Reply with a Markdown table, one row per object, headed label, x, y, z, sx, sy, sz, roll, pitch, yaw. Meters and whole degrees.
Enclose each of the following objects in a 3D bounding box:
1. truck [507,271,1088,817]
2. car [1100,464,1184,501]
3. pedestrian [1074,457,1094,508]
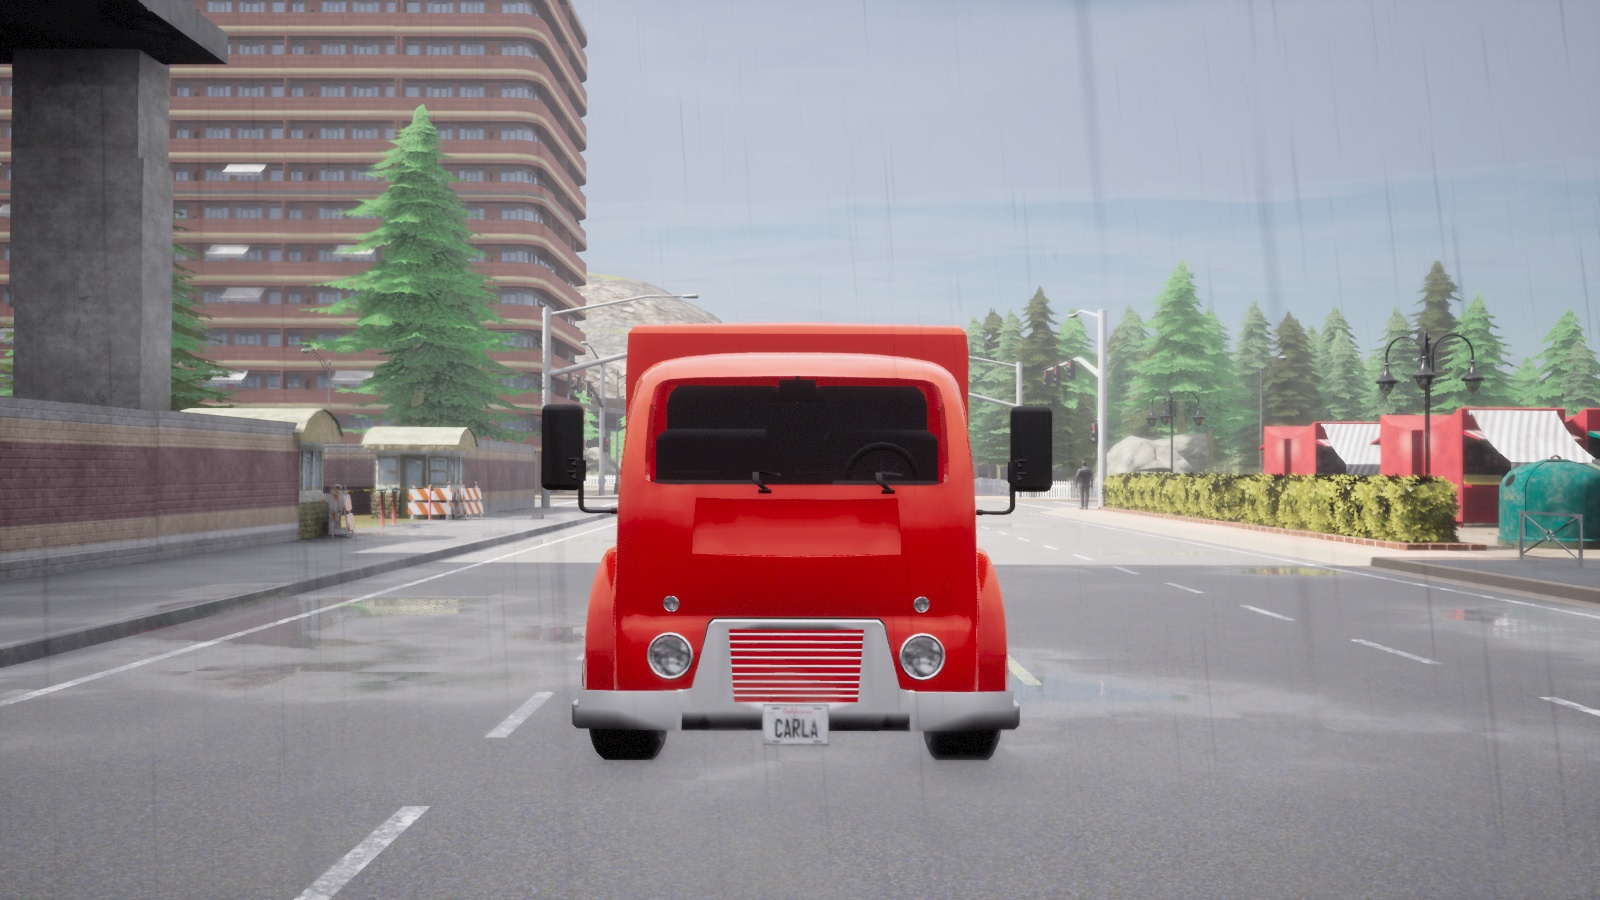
| label | x | y | z | sx | sy | sz | roll | pitch | yaw |
| --- | --- | --- | --- | --- | --- | --- | --- | --- | --- |
| truck | -0.022 | 0.467 | 8.307 | 2.627 | 2.467 | 5.204 | 0 | -1 | 0 |
| car | 17.762 | 1.690 | 65.387 | 3.866 | 1.878 | 1.905 | 0 | -1 | 0 |
| pedestrian | 10.594 | 1.210 | 46.794 | 0.563 | 1.883 | 0.849 | 0 | -1 | 2 |
